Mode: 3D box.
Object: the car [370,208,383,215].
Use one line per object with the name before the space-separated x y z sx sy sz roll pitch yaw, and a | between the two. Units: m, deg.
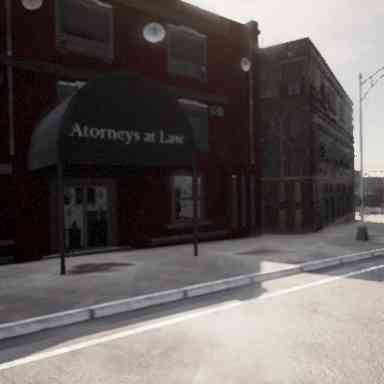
car | 33.714 3.572 60.782 1.812 1.442 4.674 -1 -3 0
